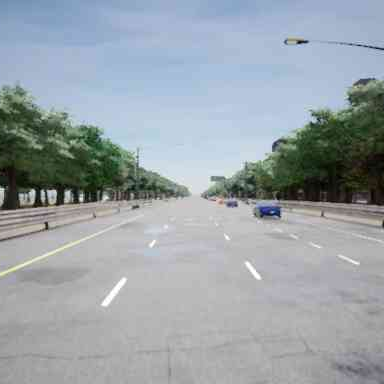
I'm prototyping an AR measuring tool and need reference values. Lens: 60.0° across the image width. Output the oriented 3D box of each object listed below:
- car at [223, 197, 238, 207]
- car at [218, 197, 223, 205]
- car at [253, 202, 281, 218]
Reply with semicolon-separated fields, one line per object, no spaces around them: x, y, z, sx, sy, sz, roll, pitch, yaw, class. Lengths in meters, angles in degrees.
7.177;2.005;60.410;1.812;1.442;4.674;0;-1;0;car
7.301;2.050;77.590;2.097;1.767;4.553;0;-1;0;car
7.044;1.644;31.606;1.882;1.535;5.008;0;-1;0;car
